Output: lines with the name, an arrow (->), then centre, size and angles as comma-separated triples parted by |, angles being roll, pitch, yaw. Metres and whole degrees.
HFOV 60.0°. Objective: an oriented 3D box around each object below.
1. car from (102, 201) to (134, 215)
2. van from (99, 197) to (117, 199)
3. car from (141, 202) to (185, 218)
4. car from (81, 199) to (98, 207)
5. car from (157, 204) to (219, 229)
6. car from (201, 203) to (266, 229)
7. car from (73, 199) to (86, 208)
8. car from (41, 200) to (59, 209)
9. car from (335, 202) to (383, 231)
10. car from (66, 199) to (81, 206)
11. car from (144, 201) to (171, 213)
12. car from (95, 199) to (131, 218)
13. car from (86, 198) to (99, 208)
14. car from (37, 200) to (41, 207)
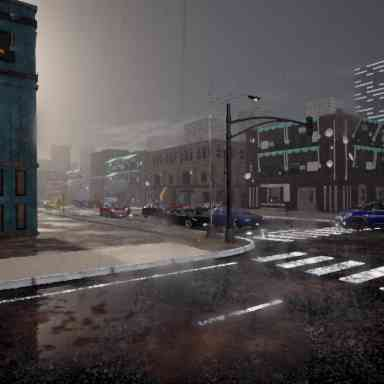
car -> -9.199, 1.930, 40.916 | 2.128, 1.511, 4.902 | -1, 0, -35
van -> -14.314, 1.907, 58.082 | 1.690, 1.788, 3.998 | -1, 0, -35
car -> -3.198, 1.812, 32.451 | 2.128, 1.511, 4.902 | -1, 0, -35
car -> -20.719, 2.228, 67.108 | 1.887, 1.381, 4.507 | -1, 0, -35
car -> -0.385, 1.815, 23.793 | 1.947, 1.339, 4.313 | -1, 0, -35
car -> 2.782, 1.750, 23.990 | 2.033, 1.411, 5.357 | -1, 0, -34
car -> -20.457, 2.192, 62.280 | 1.812, 1.442, 4.674 | -1, 0, -35
car -> -24.248, 2.233, 57.603 | 1.752, 1.417, 4.829 | -1, 0, -35
car -> 11.152, 1.380, 20.086 | 4.553, 1.767, 2.097 | -1, -1, 8
car -> -27.129, 2.364, 76.135 | 1.947, 1.339, 4.313 | -1, 0, -35
car -> -4.693, 1.966, 44.544 | 1.802, 1.307, 4.206 | -2, 0, -35
car -> -8.324, 1.847, 35.177 | 1.967, 1.590, 4.097 | -1, 0, -35
car -> -17.520, 1.940, 62.595 | 2.192, 1.841, 5.009 | -1, 0, -35
car -> -30.756, 2.376, 66.768 | 2.008, 1.369, 4.403 | -1, 0, -35
